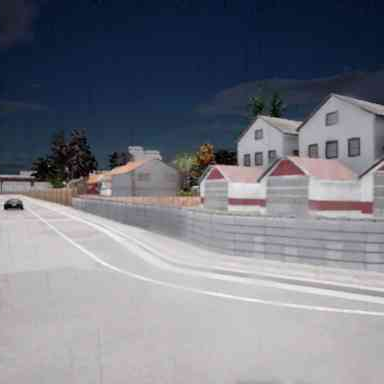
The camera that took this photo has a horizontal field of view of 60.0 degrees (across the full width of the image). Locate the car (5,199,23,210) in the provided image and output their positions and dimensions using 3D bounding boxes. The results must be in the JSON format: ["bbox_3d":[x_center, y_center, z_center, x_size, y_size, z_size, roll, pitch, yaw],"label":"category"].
[{"bbox_3d":[-22.286,1.516,41.669,1.994,1.385,4.181,1,0,-29],"label":"car"}]
